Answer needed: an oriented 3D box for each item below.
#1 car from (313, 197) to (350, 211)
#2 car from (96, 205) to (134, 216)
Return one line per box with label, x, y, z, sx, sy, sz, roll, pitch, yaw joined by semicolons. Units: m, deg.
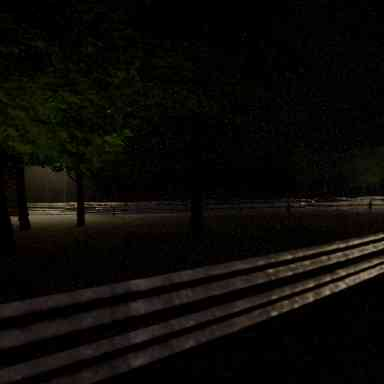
car;19.113;1.498;45.491;4.553;1.767;2.097;-1;1;-5
car;-9.853;2.313;42.971;4.718;1.301;1.895;-1;0;-5
